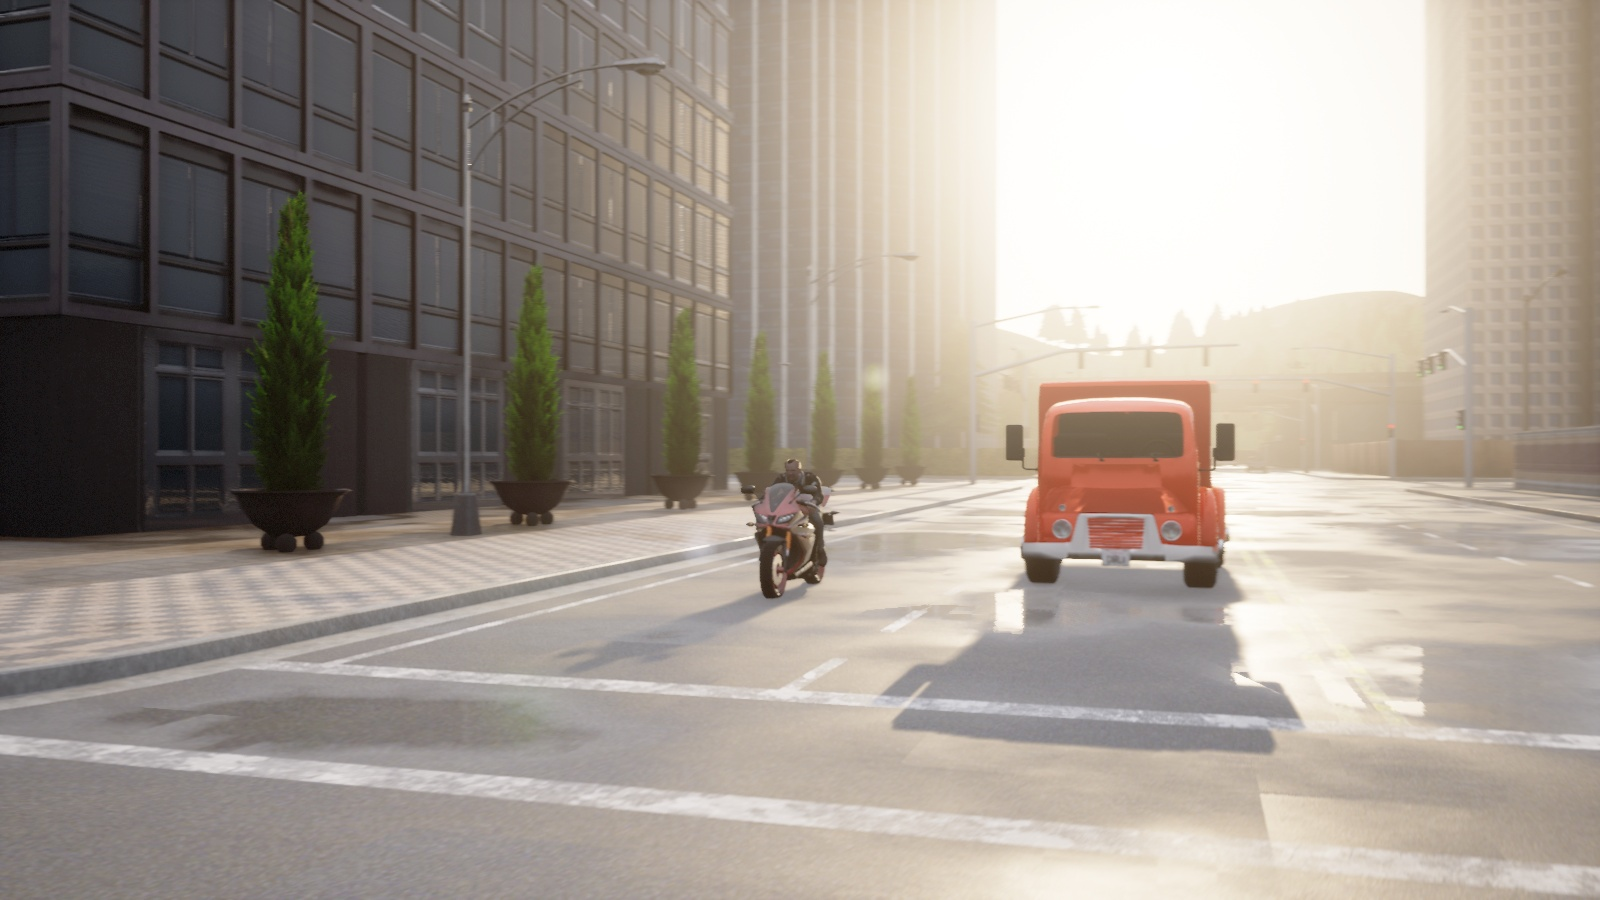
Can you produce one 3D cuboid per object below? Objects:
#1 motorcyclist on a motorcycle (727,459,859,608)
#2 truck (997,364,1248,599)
[{"bbox_3d":[-0.030,0.874,14.176,0.866,1.530,2.191,0,0,17],"label":"motorcyclist on a motorcycle"},{"bbox_3d":[4.218,0.345,16.063,2.627,2.467,5.204,0,0,17],"label":"truck"}]
